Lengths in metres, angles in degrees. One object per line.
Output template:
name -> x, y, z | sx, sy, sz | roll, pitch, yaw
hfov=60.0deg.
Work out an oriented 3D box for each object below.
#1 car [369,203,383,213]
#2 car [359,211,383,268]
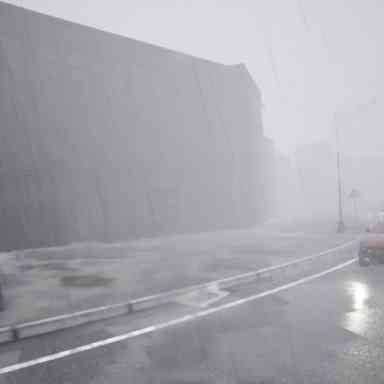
car -> 27.663, 2.326, 49.614 | 1.812, 1.442, 4.674 | -2, -2, 34
car -> 7.112, 1.602, 11.181 | 1.882, 1.535, 5.008 | -1, -2, 40
